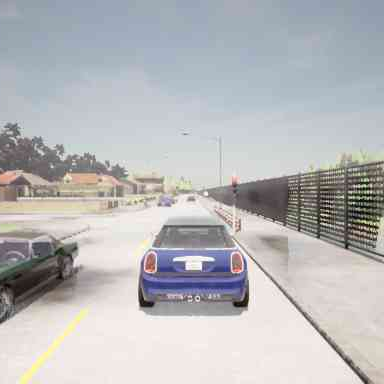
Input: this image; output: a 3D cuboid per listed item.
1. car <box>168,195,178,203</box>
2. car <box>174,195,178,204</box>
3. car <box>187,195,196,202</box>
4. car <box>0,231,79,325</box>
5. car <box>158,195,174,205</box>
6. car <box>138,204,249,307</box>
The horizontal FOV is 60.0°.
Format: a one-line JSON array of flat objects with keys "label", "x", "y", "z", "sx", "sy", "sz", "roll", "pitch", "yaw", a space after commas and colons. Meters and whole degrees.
[{"label": "car", "x": -4.135, "y": 1.478, "z": 72.255, "sx": 1.882, "sy": 1.535, "sz": 5.008, "roll": 0, "pitch": 0, "yaw": 0}, {"label": "car", "x": -4.180, "y": 1.547, "z": 61.506, "sx": 2.033, "sy": 1.411, "sz": 5.357, "roll": 0, "pitch": 0, "yaw": 0}, {"label": "car", "x": -0.142, "y": 1.524, "z": 76.319, "sx": 1.812, "sy": 1.442, "sz": 4.674, "roll": 0, "pitch": 0, "yaw": 0}, {"label": "car", "x": -4.113, "y": 1.601, "z": 7.181, "sx": 1.895, "sy": 1.301, "sz": 4.718, "roll": 0, "pitch": 0, "yaw": 0}, {"label": "car", "x": -4.182, "y": 1.526, "z": 50.974, "sx": 1.812, "sy": 1.442, "sz": 4.674, "roll": 0, "pitch": 0, "yaw": 0}, {"label": "car", "x": 0.037, "y": 1.352, "z": 8.119, "sx": 2.097, "sy": 1.767, "sz": 4.553, "roll": 0, "pitch": 0, "yaw": 0}]
